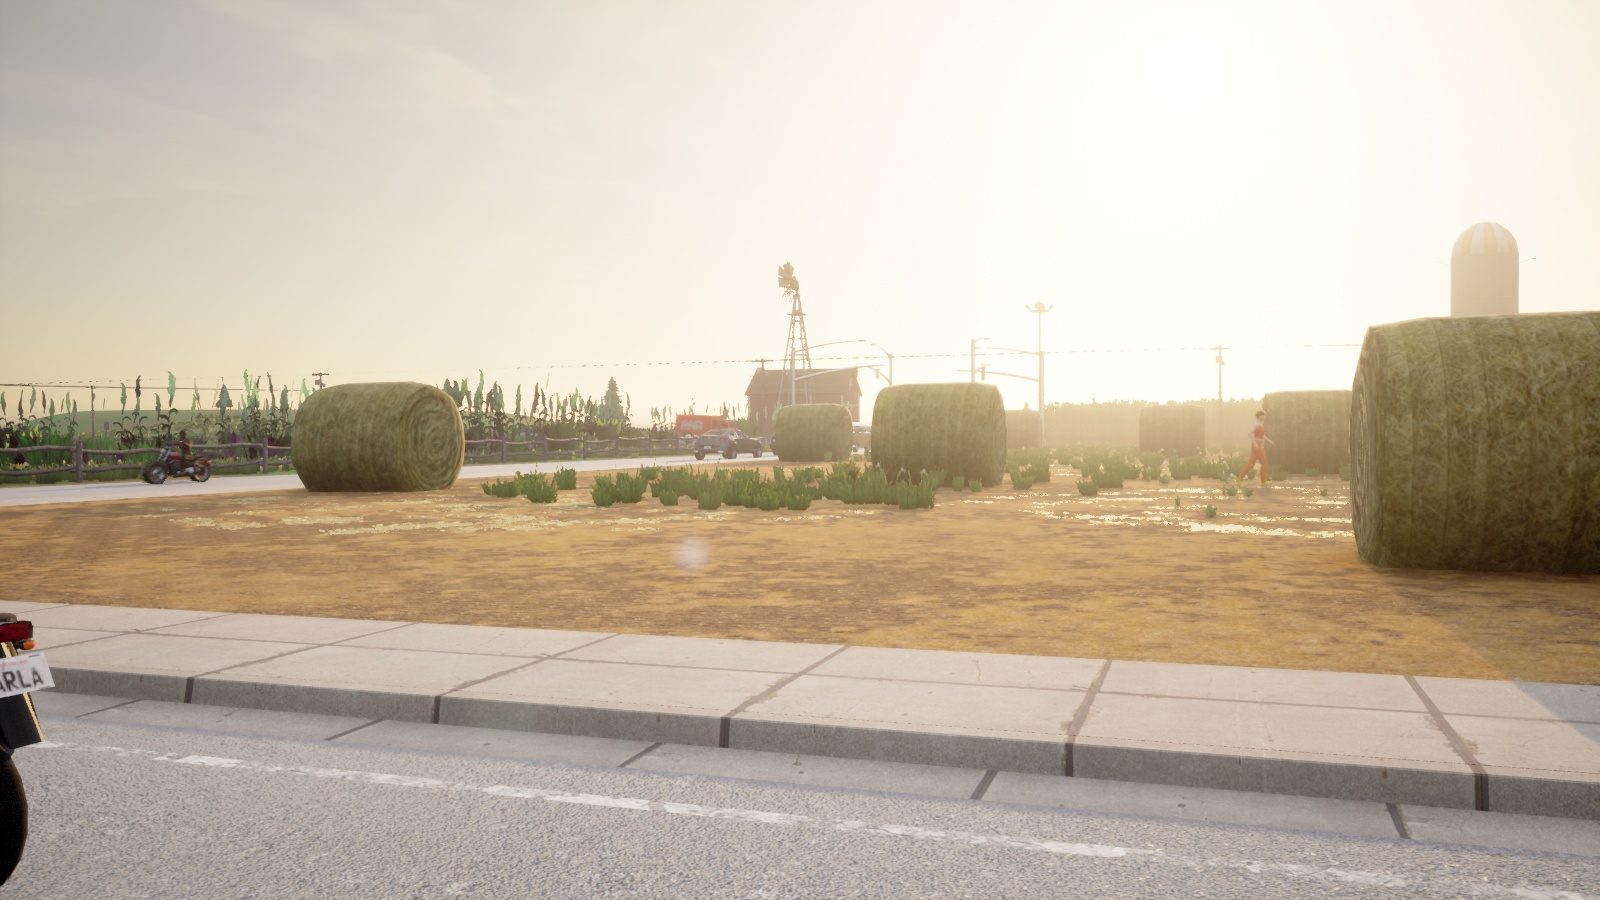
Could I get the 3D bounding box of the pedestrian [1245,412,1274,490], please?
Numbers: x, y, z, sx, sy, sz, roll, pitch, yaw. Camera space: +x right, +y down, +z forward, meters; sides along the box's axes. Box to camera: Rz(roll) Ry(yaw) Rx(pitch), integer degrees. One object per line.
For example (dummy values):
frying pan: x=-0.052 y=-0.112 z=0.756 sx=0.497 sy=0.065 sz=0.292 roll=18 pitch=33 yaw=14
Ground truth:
pedestrian: x=10.904 y=0.016 z=29.794 sx=0.594 sy=1.836 sz=0.345 roll=1 pitch=1 yaw=27

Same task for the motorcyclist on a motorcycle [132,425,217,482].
motorcyclist on a motorcycle: x=-18.666 y=0.071 z=37.522 sx=0.766 sy=1.649 sz=2.350 roll=1 pitch=1 yaw=21

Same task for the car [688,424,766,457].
car: x=-3.765 y=-0.500 z=65.967 sx=2.152 sy=1.651 sz=5.027 roll=1 pitch=1 yaw=21

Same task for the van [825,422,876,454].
van: x=3.459 y=-0.823 z=84.409 sx=2.069 sy=2.038 sz=4.480 roll=1 pitch=1 yaw=21

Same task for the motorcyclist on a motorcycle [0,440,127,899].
motorcyclist on a motorcycle: x=-3.464 y=0.726 z=4.359 sx=2.044 sy=1.523 sz=0.797 roll=1 pitch=1 yaw=19
